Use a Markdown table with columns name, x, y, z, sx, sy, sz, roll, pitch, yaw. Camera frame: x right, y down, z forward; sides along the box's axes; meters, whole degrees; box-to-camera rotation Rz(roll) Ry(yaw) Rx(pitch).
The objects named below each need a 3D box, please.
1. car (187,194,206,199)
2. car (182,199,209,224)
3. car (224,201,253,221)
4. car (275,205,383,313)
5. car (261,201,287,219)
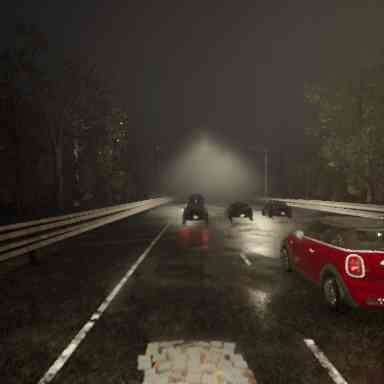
| name | x | y | z | sx | sy | sz | roll | pitch | yaw |
| --- | --- | --- | --- | --- | --- | --- | --- | --- | --- |
| car | 0.561 | 1.224 | 42.928 | 2.150 | 2.045 | 5.566 | 0 | 0 | 1 |
| car | 0.269 | 1.529 | 24.624 | 1.812 | 1.442 | 4.674 | 0 | 0 | 1 |
| car | 3.798 | 1.508 | 27.301 | 1.837 | 1.490 | 4.892 | 0 | 0 | 1 |
| car | 3.627 | 1.354 | 7.842 | 2.097 | 1.767 | 4.553 | 0 | 0 | 0 |
| car | 7.307 | 1.529 | 28.906 | 1.812 | 1.442 | 4.674 | 0 | 0 | 1 |
